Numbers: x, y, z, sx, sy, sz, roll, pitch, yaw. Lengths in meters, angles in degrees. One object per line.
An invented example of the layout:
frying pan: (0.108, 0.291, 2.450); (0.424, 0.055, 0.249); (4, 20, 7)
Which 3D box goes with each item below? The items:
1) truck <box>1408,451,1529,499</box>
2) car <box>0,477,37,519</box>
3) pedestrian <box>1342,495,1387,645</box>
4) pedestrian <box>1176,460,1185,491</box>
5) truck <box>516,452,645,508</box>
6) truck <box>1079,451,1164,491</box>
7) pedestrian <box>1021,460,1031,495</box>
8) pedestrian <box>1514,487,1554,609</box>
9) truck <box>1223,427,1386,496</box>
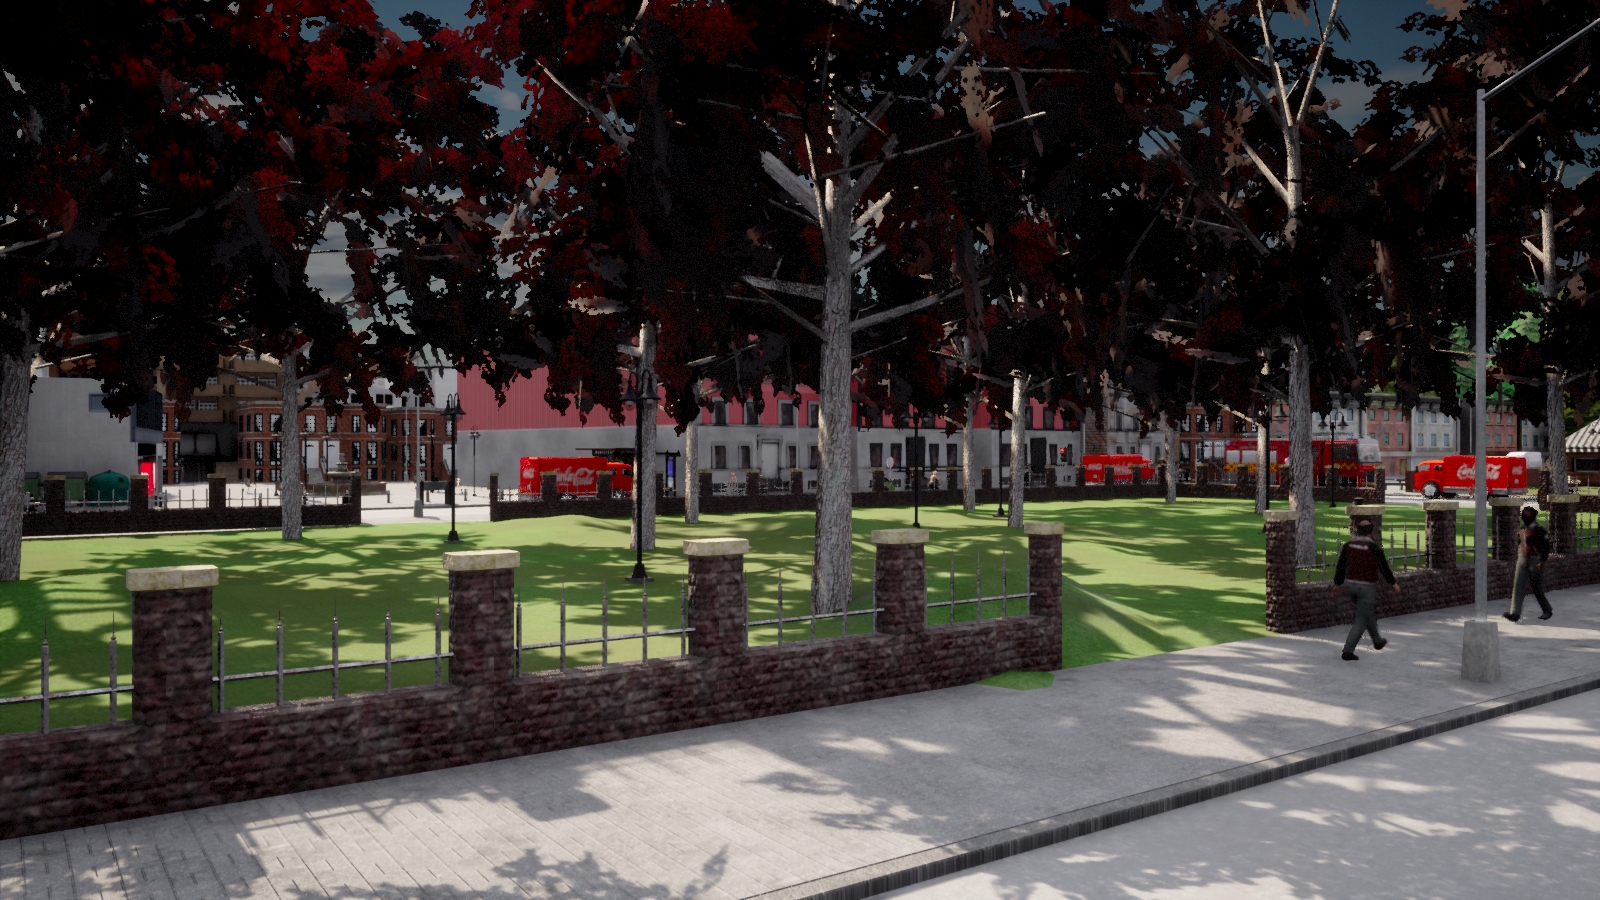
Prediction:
truck: (37.094, 1.329, 63.524); (2.627, 2.467, 5.204); (0, 1, -35)
car: (-31.393, 1.827, 42.574); (4.902, 1.511, 2.128); (0, 0, -35)
pedestrian: (7.203, 1.517, 14.585); (0.375, 1.860, 0.375); (0, 0, -30)
pedestrian: (22.603, 1.502, 67.863); (0.375, 1.860, 0.375); (0, 0, -35)
truck: (-10.069, 1.334, 52.638); (5.204, 2.467, 2.627); (0, 0, -35)
truck: (20.955, 1.329, 74.376); (5.204, 2.467, 2.627); (0, 0, -35)
pedestrian: (12.381, 1.506, 62.523); (0.375, 1.860, 0.375); (0, 0, -35)
pedestrian: (11.475, 1.517, 17.875); (0.375, 1.860, 0.375); (0, 0, -20)
truck: (29.660, 0.645, 67.571); (2.891, 3.827, 8.468); (0, 0, -39)
